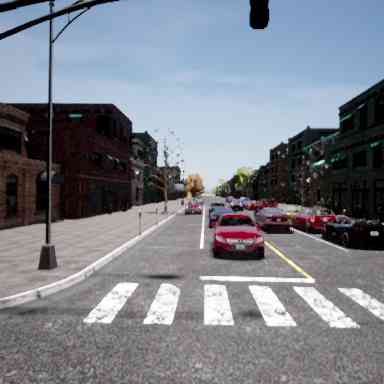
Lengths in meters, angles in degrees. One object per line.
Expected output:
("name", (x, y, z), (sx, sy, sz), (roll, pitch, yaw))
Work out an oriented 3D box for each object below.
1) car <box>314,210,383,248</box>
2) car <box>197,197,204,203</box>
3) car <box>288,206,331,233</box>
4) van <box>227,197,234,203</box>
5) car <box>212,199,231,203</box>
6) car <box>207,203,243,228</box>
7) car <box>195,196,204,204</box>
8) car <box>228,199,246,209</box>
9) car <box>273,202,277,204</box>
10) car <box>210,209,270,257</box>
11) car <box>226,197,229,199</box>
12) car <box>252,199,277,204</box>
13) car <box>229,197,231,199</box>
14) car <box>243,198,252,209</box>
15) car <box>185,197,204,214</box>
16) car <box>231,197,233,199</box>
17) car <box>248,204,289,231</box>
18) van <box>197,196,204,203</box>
("car", (7.688, 1.787, 15.929), (1.947, 1.339, 4.313), (0, 0, 2))
("car", (2.442, 2.208, 93.877), (1.967, 1.590, 4.097), (0, 0, 2))
("car", (7.913, 1.709, 21.473), (1.967, 1.590, 4.097), (0, 0, 2))
("van", (10.815, 2.236, 93.542), (1.690, 1.788, 3.998), (0, 0, 2))
("car", (2.628, 1.793, 33.884), (1.837, 1.490, 4.892), (1, 0, 2))
("car", (2.208, 1.762, 23.577), (1.994, 1.385, 4.181), (1, 0, 2))
("car", (1.997, 1.988, 82.791), (2.192, 1.841, 5.009), (0, 0, 2))
("car", (6.449, 2.074, 49.437), (1.895, 1.301, 4.718), (1, 0, 2))
("car", (8.142, 1.844, 27.186), (1.752, 1.417, 4.829), (0, 0, 2))
("car", (1.777, 1.637, 13.632), (1.812, 1.442, 4.674), (1, 0, 3))
("car", (10.591, 2.429, 87.996), (1.802, 1.307, 4.206), (0, 0, 2))
("car", (8.583, 1.729, 38.105), (2.192, 1.841, 5.009), (0, 0, 2))
("car", (10.144, 2.333, 76.909), (1.802, 1.307, 4.206), (0, 0, 2))
("car", (9.029, 1.951, 49.191), (1.967, 1.590, 4.097), (0, 0, 2))
("car", (0.210, 1.728, 38.440), (1.967, 1.590, 4.097), (0, 0, 2))
("car", (9.921, 2.285, 71.365), (1.802, 1.307, 4.206), (0, 0, 2))
("car", (5.386, 1.787, 22.694), (2.033, 1.411, 5.357), (1, 0, 2))
("van", (2.219, 2.062, 88.334), (1.690, 1.788, 3.998), (0, 0, 2))
